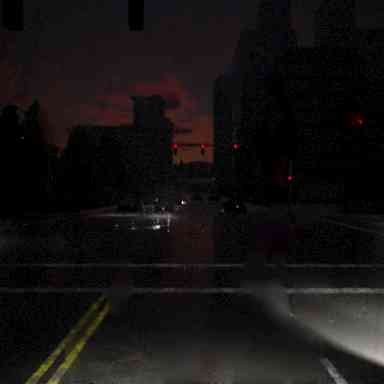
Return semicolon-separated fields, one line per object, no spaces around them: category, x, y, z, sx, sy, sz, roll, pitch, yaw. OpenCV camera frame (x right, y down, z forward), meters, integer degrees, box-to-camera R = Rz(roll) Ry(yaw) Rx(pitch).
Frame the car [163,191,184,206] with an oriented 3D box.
car;-2.745;0.980;50.643;2.150;2.045;5.566;0;1;1

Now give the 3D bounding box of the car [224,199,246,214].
car;4.270;1.390;33.488;2.033;1.411;5.357;0;0;1

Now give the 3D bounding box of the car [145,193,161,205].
car;-6.249;1.270;50.504;1.837;1.490;4.892;0;0;1

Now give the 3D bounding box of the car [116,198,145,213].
car;-6.411;1.318;34.224;1.882;1.535;5.008;0;0;1

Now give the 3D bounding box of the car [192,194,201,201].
car;1.068;1.163;77.159;2.128;1.511;4.902;0;0;1

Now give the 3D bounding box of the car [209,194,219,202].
car;4.484;1.161;67.749;1.882;1.535;5.008;0;0;1

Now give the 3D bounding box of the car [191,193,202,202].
car;0.987;1.034;68.094;2.097;1.767;4.553;0;0;1

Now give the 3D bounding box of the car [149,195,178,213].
car;-2.809;1.332;34.027;2.128;1.511;4.902;0;0;-2

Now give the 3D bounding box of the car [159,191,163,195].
car;-6.005;0.900;69.009;2.150;2.045;5.566;0;0;1
